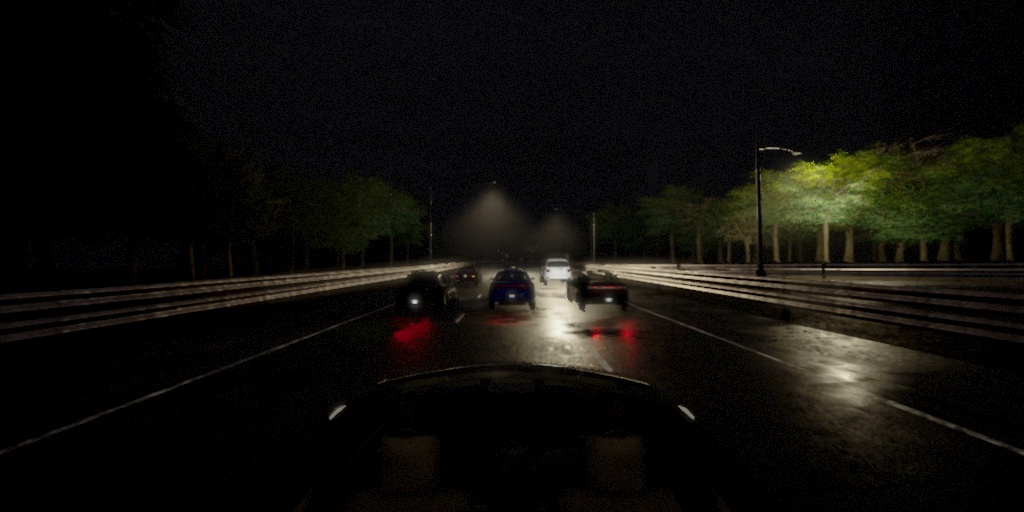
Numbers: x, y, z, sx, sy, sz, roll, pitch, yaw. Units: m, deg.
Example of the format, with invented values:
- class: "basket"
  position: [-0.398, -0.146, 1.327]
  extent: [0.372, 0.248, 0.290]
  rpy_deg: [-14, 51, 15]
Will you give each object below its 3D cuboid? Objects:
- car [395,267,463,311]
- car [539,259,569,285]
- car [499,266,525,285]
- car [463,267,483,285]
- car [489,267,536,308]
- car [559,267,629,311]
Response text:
- class: "car"
  position: [-3.487, 1.403, 15.350]
  extent: [1.837, 1.490, 4.892]
  rpy_deg: [0, 0, 0]
- class: "car"
  position: [3.495, 1.264, 29.428]
  extent: [2.150, 2.045, 5.566]
  rpy_deg: [0, 0, 0]
- class: "car"
  position: [0.005, 1.612, 30.353]
  extent: [1.994, 1.385, 4.181]
  rpy_deg: [0, 0, 0]
- class: "car"
  position: [-3.506, 1.586, 29.377]
  extent: [2.033, 1.411, 5.357]
  rpy_deg: [0, -1, 0]
- class: "car"
  position: [0.018, 1.381, 16.083]
  extent: [1.882, 1.535, 5.008]
  rpy_deg: [0, 0, 0]
- class: "car"
  position: [3.512, 1.389, 15.358]
  extent: [2.128, 1.511, 4.902]
  rpy_deg: [0, 0, 0]
